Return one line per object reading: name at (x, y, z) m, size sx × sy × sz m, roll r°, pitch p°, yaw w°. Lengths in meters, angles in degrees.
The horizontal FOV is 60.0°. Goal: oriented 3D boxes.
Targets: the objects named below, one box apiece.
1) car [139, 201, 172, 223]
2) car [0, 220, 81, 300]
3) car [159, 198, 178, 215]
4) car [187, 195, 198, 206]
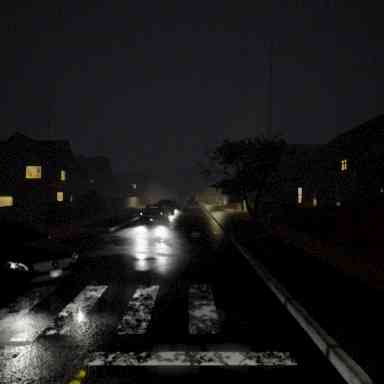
car at (-2.858, 1.643, 25.623) m, size 1.895 × 1.301 × 4.718 m, roll 0°, pitch 0°, yaw 0°
car at (-4.827, 1.471, 8.443) m, size 4.674 × 1.442 × 1.812 m, roll 0°, pitch -1°, yaw 34°
car at (-2.861, 1.549, 35.699) m, size 1.882 × 1.535 × 5.008 m, roll 0°, pitch 0°, yaw 0°
car at (0.080, 1.678, 57.583) m, size 1.837 × 1.490 × 4.892 m, roll 0°, pitch 0°, yaw 0°
